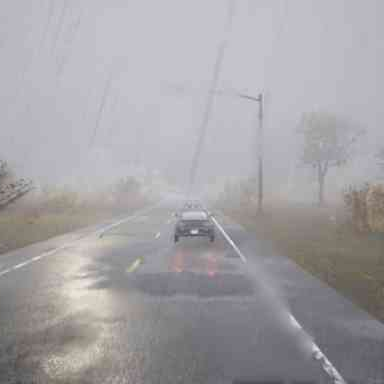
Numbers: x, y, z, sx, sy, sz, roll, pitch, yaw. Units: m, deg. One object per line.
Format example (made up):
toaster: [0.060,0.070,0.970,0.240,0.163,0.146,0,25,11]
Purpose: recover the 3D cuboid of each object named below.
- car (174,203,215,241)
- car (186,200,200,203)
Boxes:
car: [0.112,1.515,16.457,1.812,1.442,4.674,0,0,0]
car: [0.097,1.510,34.672,2.033,1.411,5.357,0,0,0]
